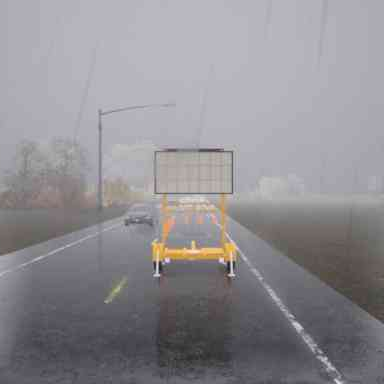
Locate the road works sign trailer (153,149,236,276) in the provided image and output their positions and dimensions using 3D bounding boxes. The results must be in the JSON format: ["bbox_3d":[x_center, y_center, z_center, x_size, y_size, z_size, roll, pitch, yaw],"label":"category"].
[{"bbox_3d":[0.057,0.469,10.302,2.380,3.560,2.880,0,0,-1],"label":"road works sign trailer"}]

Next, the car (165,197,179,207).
[{"bbox_3d":[-3.081,1.508,51.699,1.882,1.535,5.008,0,0,1],"label":"car"}]

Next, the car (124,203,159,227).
[{"bbox_3d":[-3.378,1.516,22.916,1.837,1.490,4.892,0,0,0],"label":"car"}]
